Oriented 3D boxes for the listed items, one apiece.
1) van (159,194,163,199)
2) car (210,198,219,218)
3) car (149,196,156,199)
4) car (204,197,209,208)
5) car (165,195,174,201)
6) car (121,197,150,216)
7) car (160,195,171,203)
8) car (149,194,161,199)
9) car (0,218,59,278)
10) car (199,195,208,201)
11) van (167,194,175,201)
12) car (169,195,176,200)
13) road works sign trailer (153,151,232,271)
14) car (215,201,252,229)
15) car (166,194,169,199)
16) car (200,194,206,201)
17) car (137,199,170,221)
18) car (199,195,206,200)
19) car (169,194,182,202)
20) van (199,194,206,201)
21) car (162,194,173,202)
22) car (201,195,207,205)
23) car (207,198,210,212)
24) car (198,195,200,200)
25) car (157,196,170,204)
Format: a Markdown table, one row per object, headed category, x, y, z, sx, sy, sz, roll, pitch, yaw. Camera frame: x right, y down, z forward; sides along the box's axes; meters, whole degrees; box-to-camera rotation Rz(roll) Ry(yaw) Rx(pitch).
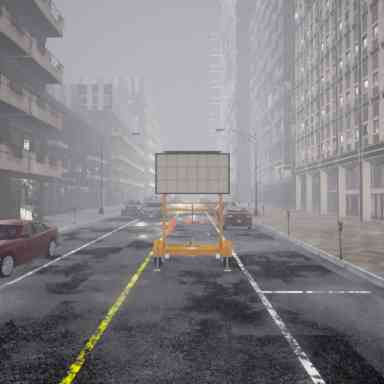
| category | x | y | z | sx | sy | sz | roll | pitch | yaw |
| --- | --- | --- | --- | --- | --- | --- | --- | --- | --- |
| van | -5.592 | 1.350 | 49.052 | 1.690 | 1.788 | 3.998 | 1 | 0 | 0 |
| car | 2.749 | 1.448 | 26.923 | 1.967 | 1.590 | 4.097 | 1 | 0 | 0 |
| car | -5.614 | 1.554 | 37.958 | 1.887 | 1.381 | 4.507 | 1 | 0 | 0 |
| car | 2.766 | 1.554 | 38.020 | 1.887 | 1.381 | 4.507 | 1 | 0 | 0 |
| car | -5.551 | 1.535 | 82.161 | 1.752 | 1.417 | 4.829 | 1 | 0 | 0 |
| car | -5.622 | 1.449 | 32.410 | 1.967 | 1.590 | 4.097 | 1 | 0 | 0 |
| car | -5.557 | 1.450 | 71.238 | 1.967 | 1.590 | 4.097 | 1 | 0 | 0 |
| car | -5.603 | 1.449 | 43.505 | 1.967 | 1.590 | 4.097 | 1 | 0 | 0 |
| car | -5.660 | 1.548 | 10.224 | 1.887 | 1.381 | 4.507 | 1 | 0 | 0 |
| car | 2.841 | 1.449 | 82.404 | 1.967 | 1.590 | 4.097 | 1 | 0 | 0 |
| van | -5.503 | 1.350 | 87.879 | 1.690 | 1.788 | 3.998 | 1 | 0 | 0 |
| car | -5.490 | 1.533 | 93.255 | 1.752 | 1.417 | 4.829 | 1 | 0 | 0 |
| road works sign trailer | 0.016 | 0.468 | 10.857 | 2.380 | 3.560 | 2.880 | 0 | 0 | 0 |
| car | 2.738 | 1.551 | 21.376 | 1.887 | 1.381 | 4.507 | 1 | 0 | 0 |
| car | -5.583 | 1.325 | 54.598 | 2.192 | 1.841 | 5.009 | 1 | 0 | 0 |
| car | 2.803 | 1.535 | 60.381 | 1.752 | 1.417 | 4.829 | 1 | 0 | 0 |
| car | -3.057 | 1.533 | 27.299 | 1.812 | 1.442 | 4.674 | 0 | 0 | 0 |
| car | 2.857 | 1.573 | 93.500 | 1.947 | 1.339 | 4.313 | 1 | 0 | 0 |
| car | -2.896 | 1.535 | 64.005 | 1.812 | 1.442 | 4.674 | 0 | 0 | 0 |
| van | 2.852 | 1.350 | 87.952 | 1.690 | 1.788 | 3.998 | 1 | 0 | 0 |
| car | -5.549 | 1.325 | 76.785 | 2.192 | 1.841 | 5.009 | 1 | 0 | 0 |
| car | 2.784 | 1.560 | 49.116 | 2.008 | 1.369 | 4.403 | 1 | 0 | 0 |
| car | 2.757 | 1.553 | 32.472 | 1.887 | 1.381 | 4.507 | 1 | 0 | 0 |
| car | 2.820 | 1.592 | 71.308 | 1.802 | 1.307 | 4.206 | 1 | 0 | 0 |
| car | -5.569 | 1.561 | 65.691 | 2.008 | 1.369 | 4.403 | 1 | 0 | 0 |
